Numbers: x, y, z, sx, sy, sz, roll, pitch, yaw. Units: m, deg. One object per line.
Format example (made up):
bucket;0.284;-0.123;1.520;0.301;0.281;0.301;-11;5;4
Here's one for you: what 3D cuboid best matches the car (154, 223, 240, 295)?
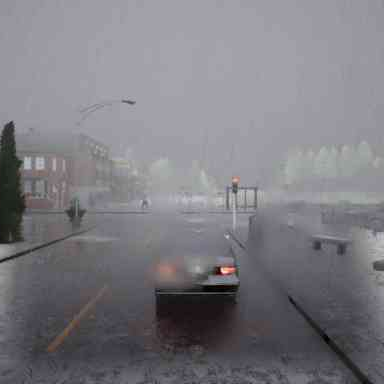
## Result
car;0.098;1.547;8.855;2.033;1.411;5.357;0;0;0
